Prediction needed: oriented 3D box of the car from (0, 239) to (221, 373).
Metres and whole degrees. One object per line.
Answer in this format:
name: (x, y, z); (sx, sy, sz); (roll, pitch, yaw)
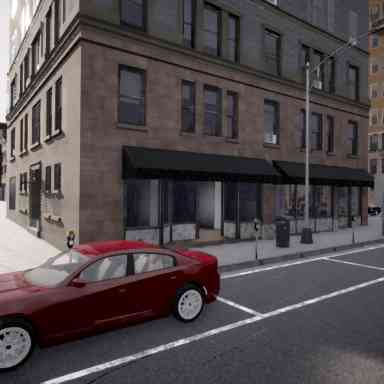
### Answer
car: (-1.564, 1.545, 5.638); (4.507, 1.381, 1.887); (0, 1, -35)

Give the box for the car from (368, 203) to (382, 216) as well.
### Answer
car: (14.477, 1.443, 30.170); (1.895, 1.301, 4.718); (1, 0, -35)

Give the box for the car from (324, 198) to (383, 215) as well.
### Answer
car: (16.242, 1.411, 33.322); (2.033, 1.411, 5.357); (1, 0, -35)
